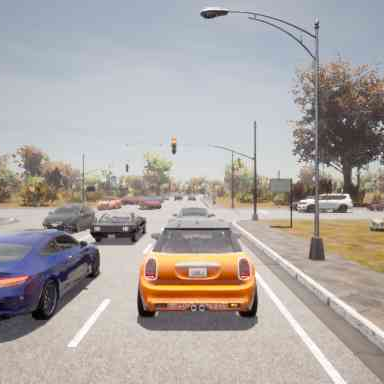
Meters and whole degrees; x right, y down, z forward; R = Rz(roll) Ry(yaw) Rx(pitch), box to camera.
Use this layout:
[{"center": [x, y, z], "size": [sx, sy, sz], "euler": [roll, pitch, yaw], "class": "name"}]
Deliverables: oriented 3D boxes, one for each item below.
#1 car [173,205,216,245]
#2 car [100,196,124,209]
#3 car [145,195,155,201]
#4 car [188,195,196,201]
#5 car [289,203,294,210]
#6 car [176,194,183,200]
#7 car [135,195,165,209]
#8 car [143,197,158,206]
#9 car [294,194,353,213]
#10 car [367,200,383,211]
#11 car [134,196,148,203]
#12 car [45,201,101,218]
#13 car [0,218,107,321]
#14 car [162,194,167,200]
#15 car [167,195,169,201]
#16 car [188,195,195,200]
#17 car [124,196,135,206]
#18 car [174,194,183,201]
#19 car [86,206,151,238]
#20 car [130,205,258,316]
[{"center": [0.091, 1.505, 16.605], "size": [1.837, 1.490, 4.892], "euler": [0, 0, 0], "class": "car"}, {"center": [-10.621, 1.350, 42.694], "size": [2.097, 1.767, 4.553], "euler": [0, 0, 0], "class": "car"}, {"center": [-10.542, 1.500, 83.607], "size": [1.837, 1.490, 4.892], "euler": [0, 0, 0], "class": "car"}, {"center": [-0.041, 1.552, 84.748], "size": [1.994, 1.385, 4.181], "euler": [0, 0, 0], "class": "car"}, {"center": [14.064, 1.505, 39.639], "size": [4.892, 1.490, 1.837], "euler": [0, 0, 3], "class": "car"}, {"center": [-3.505, 1.374, 95.025], "size": [1.812, 1.442, 4.674], "euler": [0, 0, 1], "class": "car"}, {"center": [-5.322, 1.477, 41.356], "size": [1.882, 1.535, 5.008], "euler": [-1, 0, -22], "class": "car"}, {"center": [-7.116, 1.600, 57.160], "size": [1.895, 1.301, 4.718], "euler": [0, 0, 0], "class": "car"}, {"center": [14.447, 1.221, 36.110], "size": [5.566, 2.045, 2.150], "euler": [0, 0, 3], "class": "car"}, {"center": [22.954, 1.556, 39.160], "size": [4.181, 1.385, 1.994], "euler": [0, 0, 3], "class": "car"}, {"center": [-10.537, 1.525, 69.260], "size": [2.128, 1.511, 4.902], "euler": [0, 0, 0], "class": "car"}, {"center": [-7.110, 1.505, 19.696], "size": [1.837, 1.490, 4.892], "euler": [0, 0, 0], "class": "car"}, {"center": [-3.404, 1.526, 7.180], "size": [1.812, 1.442, 4.674], "euler": [0, 0, 0], "class": "car"}, {"center": [-7.037, 1.525, 69.972], "size": [2.128, 1.511, 4.902], "euler": [0, 0, 0], "class": "car"}, {"center": [-7.040, 1.351, 84.878], "size": [2.097, 1.767, 4.553], "euler": [0, 0, 0], "class": "car"}, {"center": [-0.007, 1.595, 94.785], "size": [1.895, 1.301, 4.718], "euler": [0, 0, 1], "class": "car"}, {"center": [-10.613, 1.477, 56.658], "size": [1.882, 1.535, 5.008], "euler": [0, 0, 0], "class": "car"}, {"center": [-3.540, 1.492, 84.617], "size": [1.837, 1.490, 4.892], "euler": [0, 0, 0], "class": "car"}, {"center": [-3.409, 1.601, 16.338], "size": [1.895, 1.301, 4.718], "euler": [0, 0, 0], "class": "car"}, {"center": [0.096, 1.352, 7.647], "size": [2.097, 1.767, 4.553], "euler": [0, 0, 0], "class": "car"}]
